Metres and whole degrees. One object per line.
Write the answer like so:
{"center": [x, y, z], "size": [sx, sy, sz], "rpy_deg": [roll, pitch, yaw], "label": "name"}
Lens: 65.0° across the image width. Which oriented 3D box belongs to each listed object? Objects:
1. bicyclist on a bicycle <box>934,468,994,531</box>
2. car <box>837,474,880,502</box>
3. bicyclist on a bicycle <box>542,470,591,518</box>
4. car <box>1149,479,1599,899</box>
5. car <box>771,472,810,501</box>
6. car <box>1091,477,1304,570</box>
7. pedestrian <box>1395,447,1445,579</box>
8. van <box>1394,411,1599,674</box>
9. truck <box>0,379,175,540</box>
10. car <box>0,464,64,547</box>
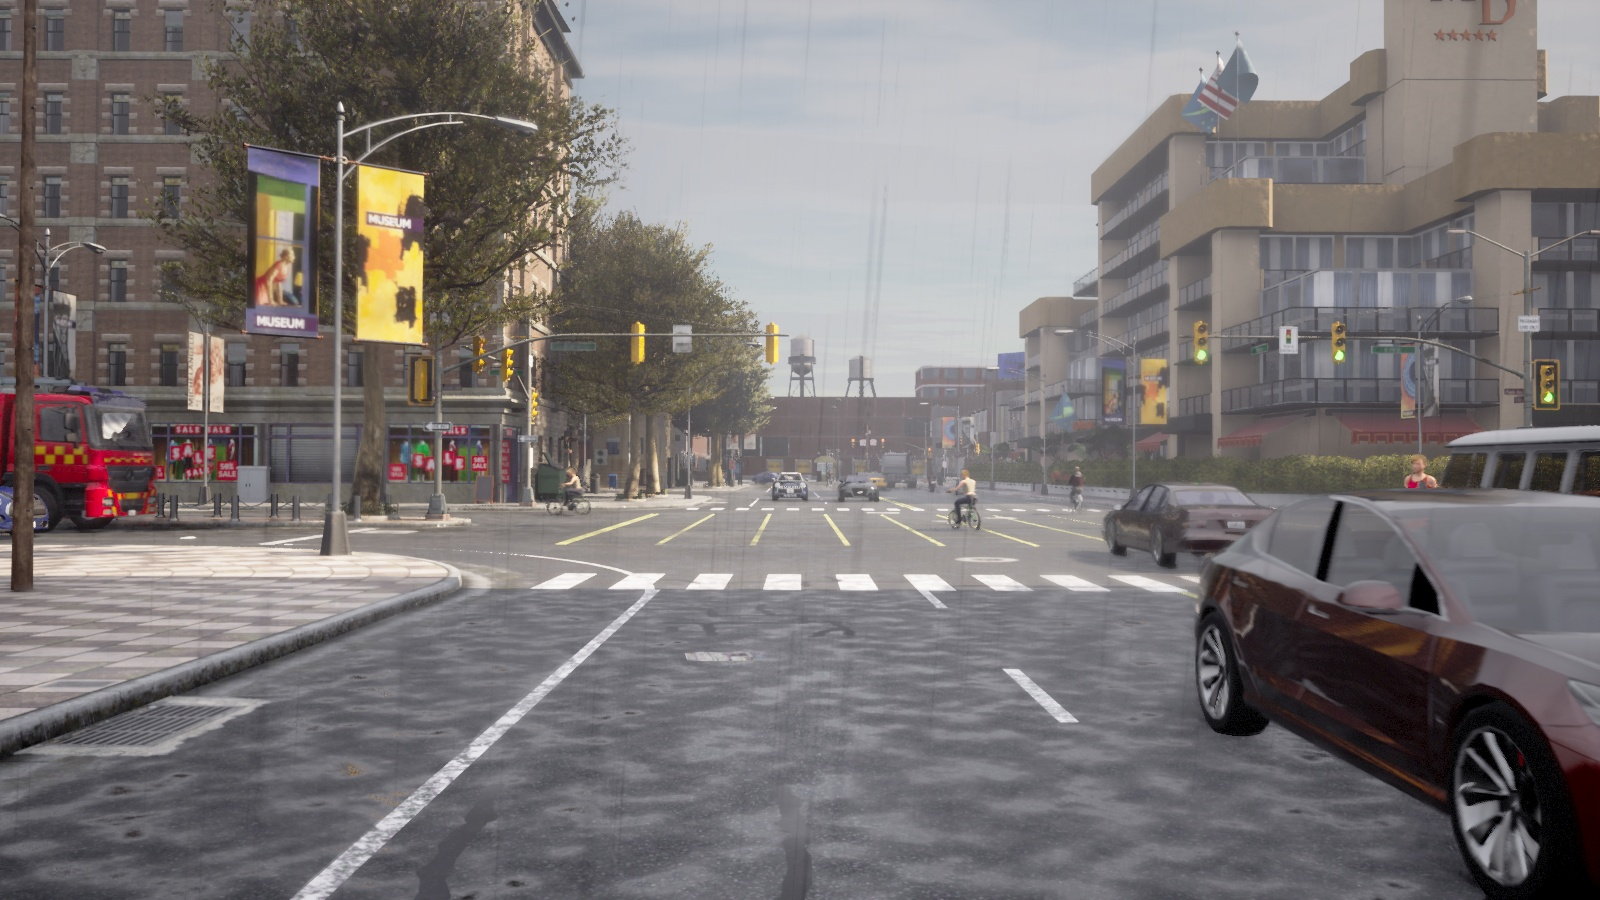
{"center": [4.357, 1.295, 33.528], "size": [0.866, 1.612, 1.509], "rpy_deg": [-1, -1, -26], "label": "bicyclist on a bicycle"}
{"center": [2.995, 1.956, 65.030], "size": [1.994, 1.385, 4.181], "rpy_deg": [0, -1, -1], "label": "car"}
{"center": [-7.946, 1.500, 42.786], "size": [1.509, 1.612, 0.866], "rpy_deg": [0, -1, 0], "label": "bicyclist on a bicycle"}
{"center": [3.461, 0.902, 6.079], "size": [2.163, 1.488, 4.792], "rpy_deg": [0, -1, -1], "label": "car"}
{"center": [-0.512, 1.896, 66.522], "size": [1.970, 1.475, 3.806], "rpy_deg": [0, -1, 0], "label": "car"}
{"center": [6.831, 1.209, 22.309], "size": [2.033, 1.411, 5.357], "rpy_deg": [0, -1, 0], "label": "car"}
{"center": [8.732, 0.877, 17.694], "size": [0.594, 1.836, 0.345], "rpy_deg": [0, -1, -30], "label": "pedestrian"}
{"center": [6.923, 0.715, 10.477], "size": [1.775, 1.987, 4.442], "rpy_deg": [0, -1, 0], "label": "van"}
{"center": [-20.548, 0.255, 31.283], "size": [8.468, 3.827, 2.891], "rpy_deg": [0, -1, 0], "label": "truck"}
{"center": [-19.190, 1.215, 27.790], "size": [4.553, 1.767, 2.097], "rpy_deg": [0, -1, 1], "label": "car"}
